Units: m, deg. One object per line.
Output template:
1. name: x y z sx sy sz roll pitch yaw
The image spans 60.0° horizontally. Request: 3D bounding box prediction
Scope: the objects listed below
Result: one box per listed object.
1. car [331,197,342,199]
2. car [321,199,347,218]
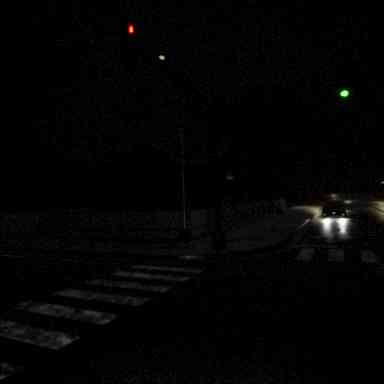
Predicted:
1. car: 20.129 1.501 46.398 2.128 1.511 4.902 -2 -1 25
2. car: 12.701 1.581 29.762 1.994 1.385 4.181 -2 -1 24
